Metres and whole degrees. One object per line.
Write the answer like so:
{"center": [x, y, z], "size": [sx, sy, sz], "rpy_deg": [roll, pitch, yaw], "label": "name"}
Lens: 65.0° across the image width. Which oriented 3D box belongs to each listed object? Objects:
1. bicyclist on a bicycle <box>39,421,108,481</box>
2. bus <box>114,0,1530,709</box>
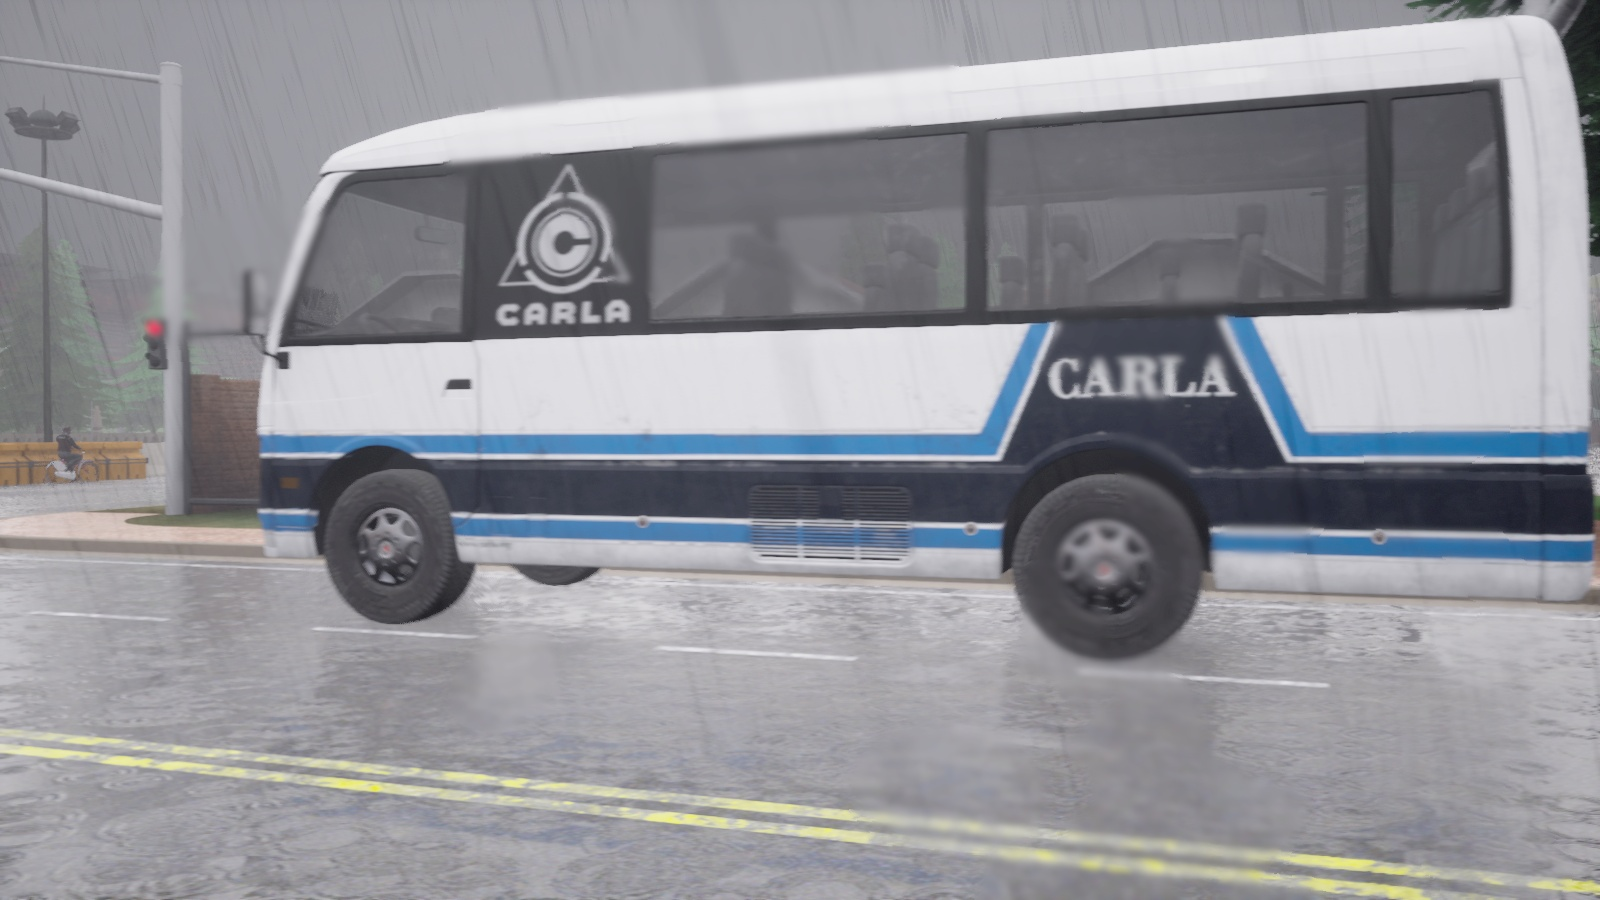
{"center": [-21.859, 0.009, 37.835], "size": [0.659, 1.776, 1.843], "rpy_deg": [0, 1, 17], "label": "bicyclist on a bicycle"}
{"center": [-0.141, -0.720, 10.615], "size": [10.273, 4.253, 3.944], "rpy_deg": [1, 1, 18], "label": "bus"}
